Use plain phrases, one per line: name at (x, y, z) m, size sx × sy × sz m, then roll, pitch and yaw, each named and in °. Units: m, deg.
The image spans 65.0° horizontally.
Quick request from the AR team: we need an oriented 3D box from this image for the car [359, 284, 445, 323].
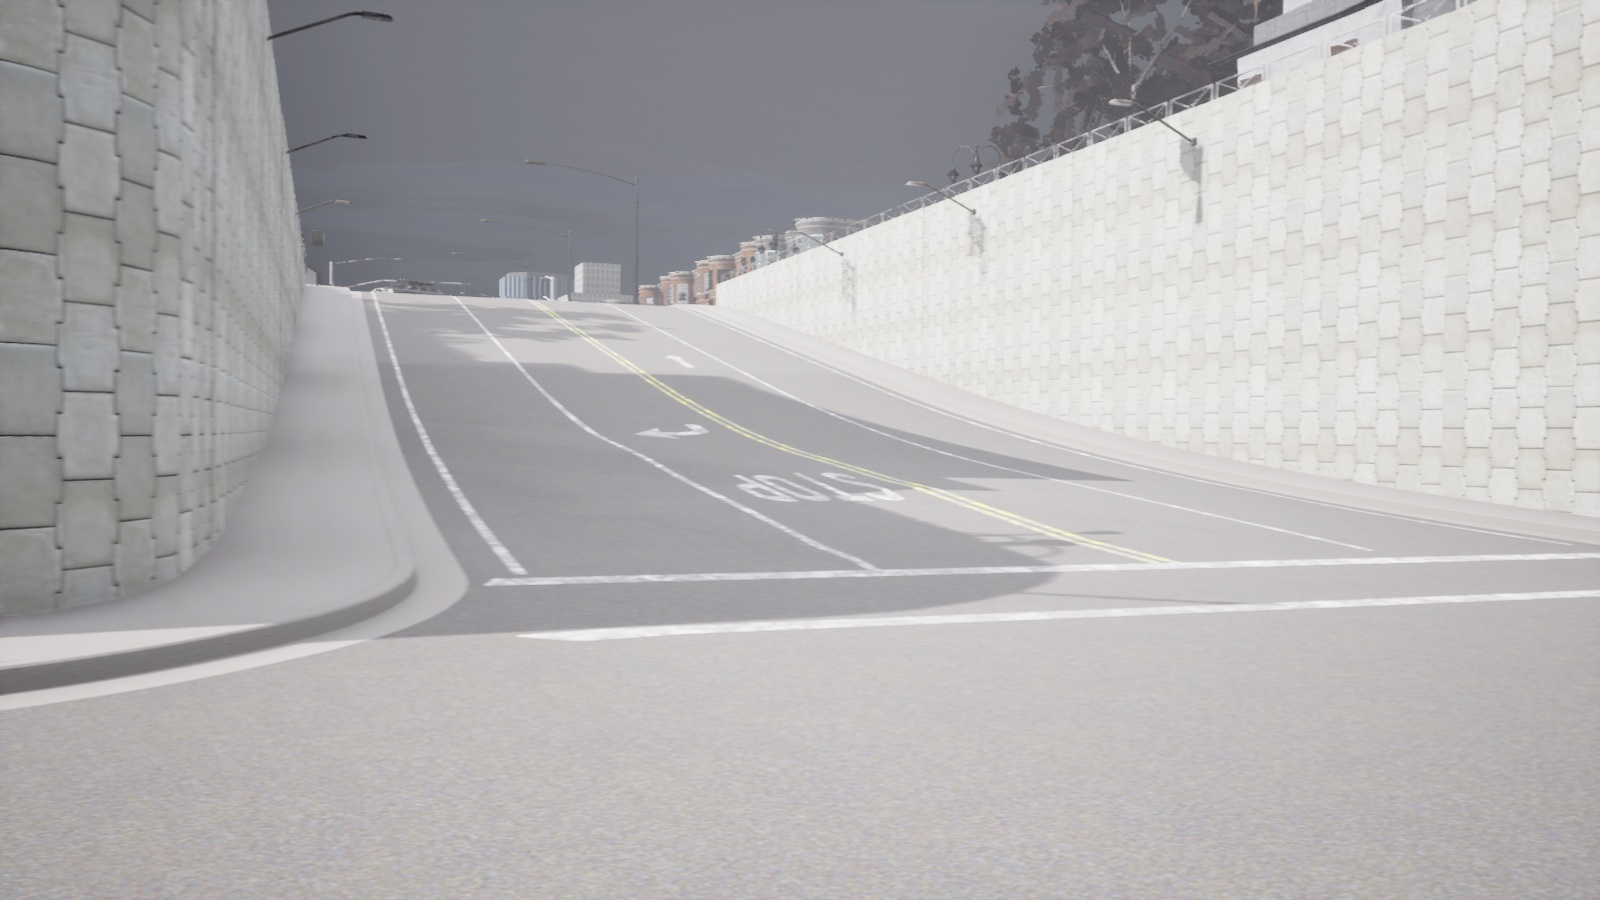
car at (-22.215, -8.156, 70.332) m, size 1.932 × 1.855 × 4.605 m, roll 1°, pitch 3°, yaw 26°
